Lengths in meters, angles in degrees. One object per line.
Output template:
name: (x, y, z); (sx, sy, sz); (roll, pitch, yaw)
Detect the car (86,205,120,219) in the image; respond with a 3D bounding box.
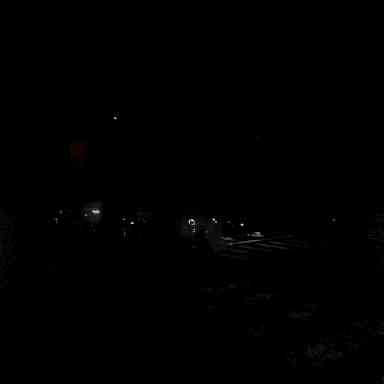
car: (-10.422, 2.229, 38.810); (2.033, 1.411, 5.357); (0, -1, -36)

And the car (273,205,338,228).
car: (8.233, 1.740, 24.595); (2.128, 1.511, 4.902); (0, -1, -36)

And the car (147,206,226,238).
car: (-0.474, 1.636, 19.644); (2.097, 1.767, 4.553); (0, -1, -36)

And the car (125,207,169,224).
car: (-4.201, 2.082, 30.271); (1.895, 1.301, 4.718); (0, -1, -36)

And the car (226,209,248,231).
car: (1.628, 1.800, 22.280); (1.837, 1.490, 4.892); (0, -1, -36)

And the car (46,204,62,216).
car: (-17.716, 2.331, 43.350); (2.128, 1.511, 4.902); (0, -1, -36)

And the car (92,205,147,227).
car: (-6.052, 2.009, 27.299); (2.033, 1.411, 5.357); (0, -1, -35)

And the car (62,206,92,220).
car: (-11.888, 2.214, 35.311); (1.994, 1.385, 4.181); (0, -1, -36)
